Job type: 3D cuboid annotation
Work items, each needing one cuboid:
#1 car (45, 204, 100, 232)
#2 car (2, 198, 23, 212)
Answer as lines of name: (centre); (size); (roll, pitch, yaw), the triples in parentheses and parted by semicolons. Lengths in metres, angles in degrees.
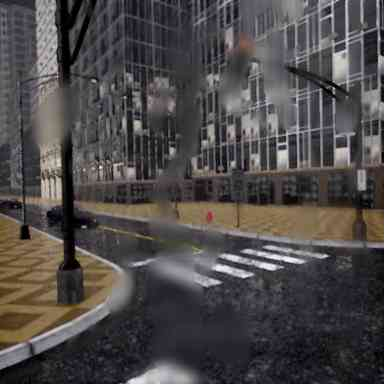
car: (-7.249, 1.445, 19.689); (2.033, 1.411, 5.357); (-2, 1, -36)
car: (-20.544, 1.442, 38.204); (1.994, 1.385, 4.181); (-2, 1, -35)
